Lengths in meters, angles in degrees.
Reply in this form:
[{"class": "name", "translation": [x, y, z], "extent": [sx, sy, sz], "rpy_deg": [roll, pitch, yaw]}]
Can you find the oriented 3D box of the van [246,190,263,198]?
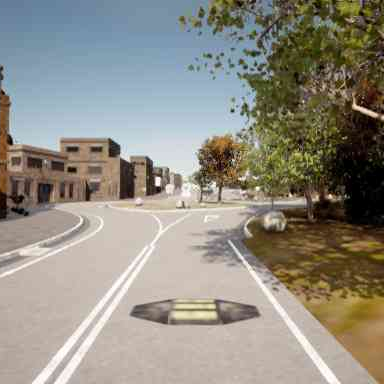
[{"class": "van", "translation": [18.149, 0.826, 92.629], "extent": [4.442, 1.987, 1.878], "rpy_deg": [0, 1, 1]}]
